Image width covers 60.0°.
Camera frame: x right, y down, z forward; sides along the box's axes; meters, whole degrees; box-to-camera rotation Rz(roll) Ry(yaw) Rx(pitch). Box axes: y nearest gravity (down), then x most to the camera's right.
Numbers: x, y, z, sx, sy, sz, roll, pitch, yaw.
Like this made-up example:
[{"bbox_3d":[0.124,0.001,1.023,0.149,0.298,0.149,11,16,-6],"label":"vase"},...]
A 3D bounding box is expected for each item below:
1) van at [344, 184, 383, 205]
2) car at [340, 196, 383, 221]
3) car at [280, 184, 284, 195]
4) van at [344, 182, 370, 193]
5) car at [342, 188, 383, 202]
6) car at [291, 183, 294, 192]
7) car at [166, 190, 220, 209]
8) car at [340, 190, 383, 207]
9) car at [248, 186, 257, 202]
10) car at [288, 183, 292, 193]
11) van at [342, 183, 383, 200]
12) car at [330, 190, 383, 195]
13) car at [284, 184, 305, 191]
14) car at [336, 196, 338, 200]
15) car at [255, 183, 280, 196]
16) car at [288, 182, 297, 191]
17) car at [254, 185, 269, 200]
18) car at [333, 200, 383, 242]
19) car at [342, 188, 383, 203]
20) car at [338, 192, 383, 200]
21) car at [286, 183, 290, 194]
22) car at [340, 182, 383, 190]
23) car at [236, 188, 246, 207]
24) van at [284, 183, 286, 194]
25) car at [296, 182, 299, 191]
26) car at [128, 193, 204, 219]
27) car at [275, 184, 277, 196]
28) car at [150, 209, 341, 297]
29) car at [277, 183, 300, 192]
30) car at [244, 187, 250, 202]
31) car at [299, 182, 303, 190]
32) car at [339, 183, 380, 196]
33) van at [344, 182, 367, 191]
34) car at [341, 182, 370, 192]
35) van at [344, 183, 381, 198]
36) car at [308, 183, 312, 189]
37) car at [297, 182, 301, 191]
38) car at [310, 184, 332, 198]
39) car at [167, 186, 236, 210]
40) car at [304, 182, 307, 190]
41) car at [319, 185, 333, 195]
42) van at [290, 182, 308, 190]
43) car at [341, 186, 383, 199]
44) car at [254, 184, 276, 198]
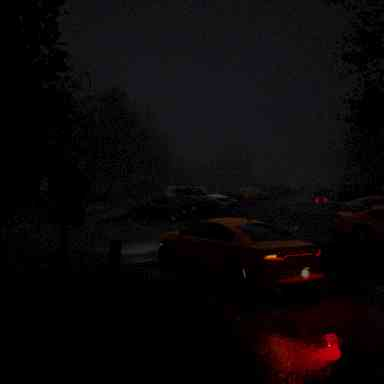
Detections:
[{"bbox_3d":[18.152,0.230,34.289,4.442,1.987,1.878,1,3,25],"label":"van"},{"bbox_3d":[12.223,1.049,21.659,4.674,1.452,2.002,1,3,25],"label":"car"},{"bbox_3d":[10.770,-0.102,49.786,4.792,1.488,2.163,1,2,25],"label":"car"},{"bbox_3d":[31.997,-0.847,64.486,4.442,1.987,1.878,1,2,25],"label":"van"},{"bbox_3d":[20.326,0.285,39.251,4.792,1.488,2.163,1,2,25],"label":"car"},{"bbox_3d":[15.343,-0.450,59.901,4.792,1.488,2.163,1,2,25],"label":"car"},{"bbox_3d":[-0.812,0.917,24.589,5.008,1.535,2.097,1,3,25],"label":"car"},{"bbox_3d":[16.815,0.596,31.732,4.792,1.488,2.163,1,3,25],"label":"car"},{"bbox_3d":[3.641,0.467,34.754,5.366,1.575,1.946,1,3,25],"label":"car"},{"bbox_3d":[14.186,-0.363,57.378,4.792,1.488,2.163,1,2,25],"label":"car"},{"bbox_3d":[21.348,-0.065,41.799,4.442,1.987,1.878,1,2,24],"label":"van"},{"bbox_3d":[13.211,0.892,24.249,5.366,1.575,1.946,1,3,25],"label":"car"},{"bbox_3d":[24.623,-1.132,80.067,4.674,1.452,2.002,1,2,25],"label":"car"},{"bbox_3d":[11.045,1.149,19.154,4.792,1.488,2.163,1,3,25],"label":"car"},{"bbox_3d":[9.617,-0.168,47.261,4.553,1.767,2.185,1,2,25],"label":"car"},{"bbox_3d":[16.357,-0.571,62.487,5.366,1.575,1.946,1,2,25],"label":"car"},{"bbox_3d":[6.004,0.243,39.906,5.366,1.575,1.946,1,3,25],"label":"car"},{"bbox_3d":[8.810,1.336,14.222,5.008,1.535,2.097,1,3,25],"label":"car"},{"bbox_3d":[19.227,0.379,36.853,4.792,1.488,2.163,1,3,25],"label":"car"},{"bbox_3d":[9.998,1.100,16.719,4.553,1.767,2.185,1,3,25],"label":"car"},{"bbox_3d":[13.030,-0.276,54.856,4.792,1.488,2.163,1,2,25],"label":"car"},{"bbox_3d":[15.712,0.427,29.181,5.566,2.045,2.435,1,3,25],"label":"car"},{"bbox_3d":[1.665,0.695,29.557,5.366,1.575,1.946,1,3,25],"label":"car"},{"bbox_3d":[12.006,-0.442,52.264,4.442,1.987,1.878,1,2,25],"label":"van"},{"bbox_3d":[17.688,-0.651,64.929,4.892,1.521,2.231,1,2,25],"label":"car"},{"bbox_3d":[-2.000,1.057,22.083,4.792,1.488,2.163,1,3,25],"label":"car"},{"bbox_3d":[8.425,0.051,44.755,4.892,1.521,2.231,1,3,25],"label":"car"},{"bbox_3d":[0.892,1.389,8.476,1.882,1.535,5.008,2,-1,-31],"label":"car"},{"bbox_3d":[21.123,-1.038,72.508,4.553,1.767,2.185,1,2,25],"label":"car"},{"bbox_3d":[2.659,0.585,32.153,4.892,1.521,2.231,1,3,25],"label":"car"},{"bbox_3d":[19.827,-0.832,70.054,5.366,1.575,1.946,1,2,25],"label":"car"},{"bbox_3d":[26.043,-0.438,51.846,5.566,2.045,2.435,1,2,25],"label":"car"},{"bbox_3d":[36.613,-1.193,74.553,4.442,1.987,1.878,1,2,25],"label":"van"},{"bbox_3d":[35.327,-1.134,72.095,5.566,2.045,2.435,1,2,25],"label":"car"},{"bbox_3d":[23.867,-0.238,46.753,4.442,1.987,1.878,1,2,25],"label":"van"},{"bbox_3d":[26.960,-1.597,85.091,5.566,2.045,2.435,1,2,25],"label":"car"},{"bbox_3d":[18.833,-0.738,67.457,4.892,1.521,2.231,1,2,25],"label":"car"},{"bbox_3d":[18.518,-0.022,47.226,2.128,1.511,4.902,1,2,25],"label":"car"},{"bbox_3d":[0.365,0.555,27.090,5.566,2.045,2.435,1,3,25],"label":"car"},{"bbox_3d":[23.460,-1.086,77.546,5.008,1.535,2.097,1,2,25],"label":"car"},{"bbox_3d":[22.808,-0.358,56.581,1.882,1.535,5.008,1,2,25],"label":"car"},{"bbox_3d":[29.134,-1.672,90.184,4.442,1.987,1.878,1,1,25],"label":"van"},{"bbox_3d":[22.612,0.073,44.291,5.008,1.535,2.097,1,2,25],"label":"car"},{"bbox_3d":[7.446,0.149,42.162,5.366,1.575,1.946,1,3,25],"label":"car"}]
